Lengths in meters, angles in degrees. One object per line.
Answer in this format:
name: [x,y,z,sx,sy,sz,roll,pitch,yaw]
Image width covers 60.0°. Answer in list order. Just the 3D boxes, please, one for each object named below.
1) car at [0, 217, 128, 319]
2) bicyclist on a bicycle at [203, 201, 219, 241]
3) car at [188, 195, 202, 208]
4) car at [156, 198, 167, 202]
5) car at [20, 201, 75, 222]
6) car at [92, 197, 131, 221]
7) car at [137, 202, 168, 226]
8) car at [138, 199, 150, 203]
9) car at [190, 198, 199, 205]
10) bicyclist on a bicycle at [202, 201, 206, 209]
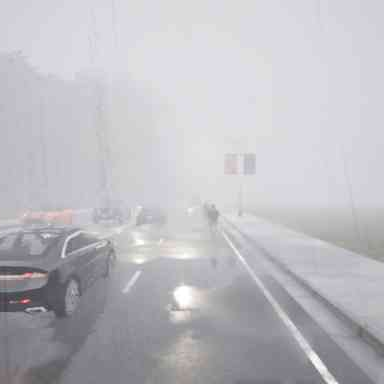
car: [-3.078,1.545,7.462,2.128,1.511,4.902,0,0,0]
bicyclist on a bicycle: [1.034,1.482,16.275,0.659,1.776,1.843,0,0,0]
car: [0.572,1.633,58.171,2.150,2.045,5.566,0,-1,0]
car: [-5.987,1.988,66.266,2.128,1.511,4.902,0,0,1]
car: [-9.659,1.518,22.597,2.097,1.767,4.553,0,0,0]
car: [-6.375,1.414,27.034,2.150,2.045,5.566,0,0,0]
car: [-2.938,1.741,25.167,1.994,1.385,4.181,0,0,0]
car: [-9.260,2.077,64.317,1.895,1.301,4.718,0,0,1]
car: [0.595,2.097,73.718,1.994,1.385,4.181,0,0,0]
bicyclist on a bicycle: [1.107,1.546,25.475,0.659,1.776,1.843,0,0,0]
